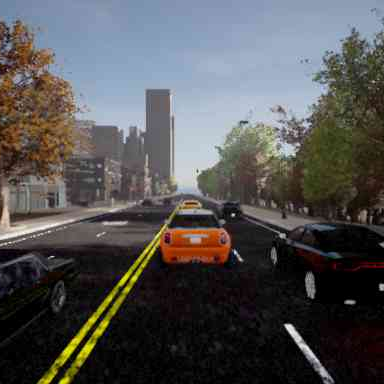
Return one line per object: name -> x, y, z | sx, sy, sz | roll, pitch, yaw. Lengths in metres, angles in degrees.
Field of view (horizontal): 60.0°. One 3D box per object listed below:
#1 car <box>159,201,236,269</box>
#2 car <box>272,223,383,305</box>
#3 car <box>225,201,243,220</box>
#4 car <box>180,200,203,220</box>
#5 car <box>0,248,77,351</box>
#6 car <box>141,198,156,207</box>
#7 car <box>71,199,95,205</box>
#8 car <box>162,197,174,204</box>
car -> 0.098, 1.369, 11.399 | 2.097, 1.767, 4.553 | 0, 0, 0
car -> 3.349, 1.490, 8.194 | 1.882, 1.535, 5.008 | 0, 0, 0
car -> 3.181, 1.548, 28.463 | 1.837, 1.490, 4.892 | 0, 0, -1
car -> -0.094, 1.523, 30.023 | 1.882, 1.535, 5.008 | 0, 0, -1
car -> -3.351, 1.608, 4.806 | 1.895, 1.301, 4.718 | 0, 0, 0
car -> -7.101, 1.649, 54.544 | 1.994, 1.385, 4.181 | 0, 0, -1
car -> -20.695, 1.916, 63.258 | 4.313, 1.339, 1.947 | -1, 1, -1
car -> -3.851, 1.592, 54.306 | 1.837, 1.490, 4.892 | 0, -1, -1
